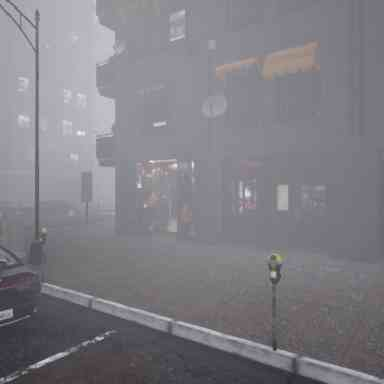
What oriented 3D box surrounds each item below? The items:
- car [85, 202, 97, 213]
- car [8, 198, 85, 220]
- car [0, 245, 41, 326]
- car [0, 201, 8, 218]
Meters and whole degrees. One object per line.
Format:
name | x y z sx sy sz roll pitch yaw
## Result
car | -10.996 1.250 30.509 1.752 1.417 4.829 1 1 35
car | -11.116 1.283 25.826 1.837 1.490 4.892 0 1 35
car | -4.503 1.551 6.078 4.403 1.369 2.008 0 0 35
car | -14.082 1.350 26.081 2.008 1.369 4.403 1 1 35
